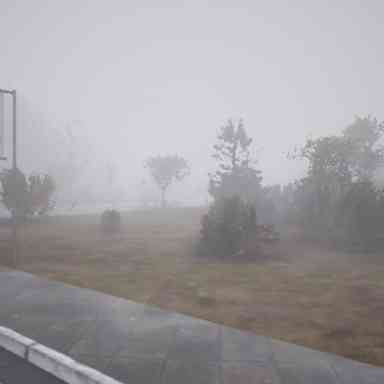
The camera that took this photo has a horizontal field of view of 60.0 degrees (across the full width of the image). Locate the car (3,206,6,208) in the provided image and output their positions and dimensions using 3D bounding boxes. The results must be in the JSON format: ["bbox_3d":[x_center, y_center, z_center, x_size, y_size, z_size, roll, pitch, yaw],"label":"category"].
[{"bbox_3d":[-21.067,1.456,41.941,2.128,1.511,4.902,0,0,39],"label":"car"}]

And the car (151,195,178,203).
[{"bbox_3d":[-4.334,1.279,57.301,1.812,1.442,4.674,0,1,38],"label":"car"}]

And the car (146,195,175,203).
[{"bbox_3d":[-5.728,1.259,61.163,2.033,1.411,5.357,0,1,38],"label":"car"}]
